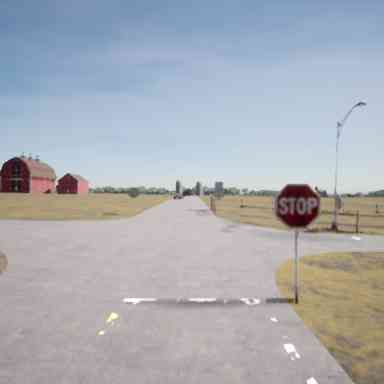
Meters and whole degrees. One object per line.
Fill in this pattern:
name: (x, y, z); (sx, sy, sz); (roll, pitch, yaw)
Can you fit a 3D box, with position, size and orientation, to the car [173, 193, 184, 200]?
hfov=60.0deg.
car: (-2.729, 0.892, 67.407); (1.994, 1.385, 4.181); (0, 1, 0)
